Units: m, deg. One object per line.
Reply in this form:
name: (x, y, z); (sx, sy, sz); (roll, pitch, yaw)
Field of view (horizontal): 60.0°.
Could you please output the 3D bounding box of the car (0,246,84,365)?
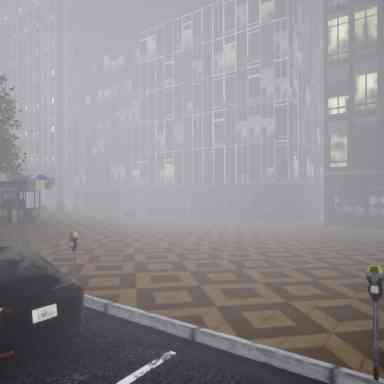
car: (-3.549, 1.566, 5.405); (4.313, 1.339, 1.947); (0, 0, 35)
